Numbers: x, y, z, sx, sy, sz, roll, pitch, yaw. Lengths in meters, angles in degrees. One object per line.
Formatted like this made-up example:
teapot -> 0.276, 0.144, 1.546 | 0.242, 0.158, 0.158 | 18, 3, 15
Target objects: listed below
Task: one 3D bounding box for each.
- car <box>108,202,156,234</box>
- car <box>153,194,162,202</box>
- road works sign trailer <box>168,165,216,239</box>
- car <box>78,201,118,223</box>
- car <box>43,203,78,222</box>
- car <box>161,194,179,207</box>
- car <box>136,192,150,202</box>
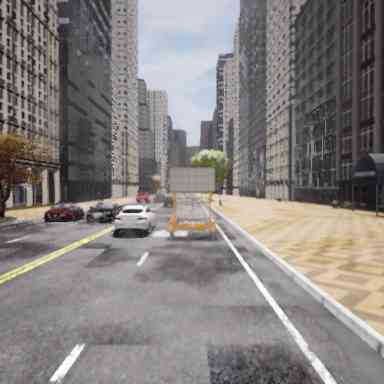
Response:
car -> -3.147, 1.492, 18.923 | 1.812, 1.442, 4.674 | 0, 0, 0
car -> -6.497, 1.238, 66.202 | 2.097, 1.767, 4.553 | 0, 0, 0
road works sign trailer -> 0.021, 0.434, 17.003 | 2.380, 3.560, 2.880 | 0, 0, 1
car -> -6.592, 1.446, 25.395 | 2.128, 1.511, 4.902 | 0, 0, 0
car -> -9.840, 1.518, 25.876 | 1.994, 1.385, 4.181 | 0, 0, 0
car -> -3.139, 1.415, 49.766 | 1.837, 1.490, 4.892 | 0, -1, 0
car -> -9.741, 1.108, 66.107 | 2.150, 2.045, 5.566 | 0, 0, 0
